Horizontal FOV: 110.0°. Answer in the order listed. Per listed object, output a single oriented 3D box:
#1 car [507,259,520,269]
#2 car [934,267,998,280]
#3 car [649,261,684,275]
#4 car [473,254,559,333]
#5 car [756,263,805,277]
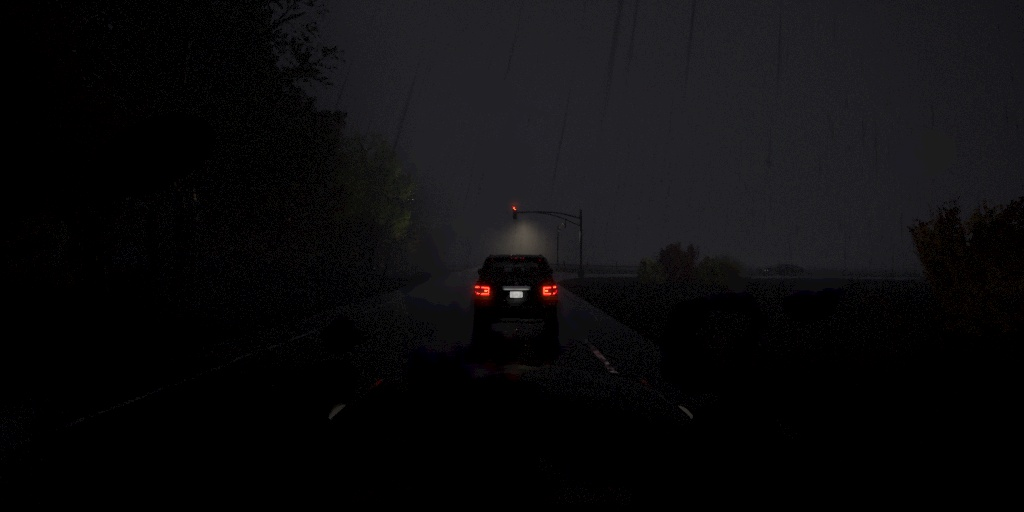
[{"bbox_3d":[0.185,1.283,55.893,1.812,1.442,4.674,0,0,-3],"label":"car"},{"bbox_3d":[48.530,1.826,38.443,5.357,1.411,2.033,1,-1,0],"label":"car"},{"bbox_3d":[17.772,1.357,42.227,4.553,1.767,2.097,1,-1,1],"label":"car"},{"bbox_3d":[0.105,0.974,10.867,2.150,2.045,5.566,0,0,0],"label":"car"},{"bbox_3d":[31.460,1.630,42.123,5.008,1.535,1.882,0,-1,0],"label":"car"}]
